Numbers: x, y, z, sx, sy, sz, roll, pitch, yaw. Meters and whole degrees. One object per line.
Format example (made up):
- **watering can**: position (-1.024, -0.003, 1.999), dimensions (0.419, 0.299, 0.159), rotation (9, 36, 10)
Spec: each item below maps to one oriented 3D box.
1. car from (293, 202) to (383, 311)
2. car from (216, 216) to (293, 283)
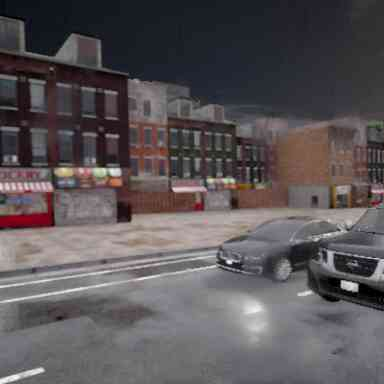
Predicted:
- **car**: position (4.882, 1.221, 7.162), dimensions (5.566, 2.045, 2.150), rotation (0, 0, -35)
- **car**: position (2.910, 1.505, 9.748), dimensions (4.892, 1.490, 1.837), rotation (0, 0, -35)
